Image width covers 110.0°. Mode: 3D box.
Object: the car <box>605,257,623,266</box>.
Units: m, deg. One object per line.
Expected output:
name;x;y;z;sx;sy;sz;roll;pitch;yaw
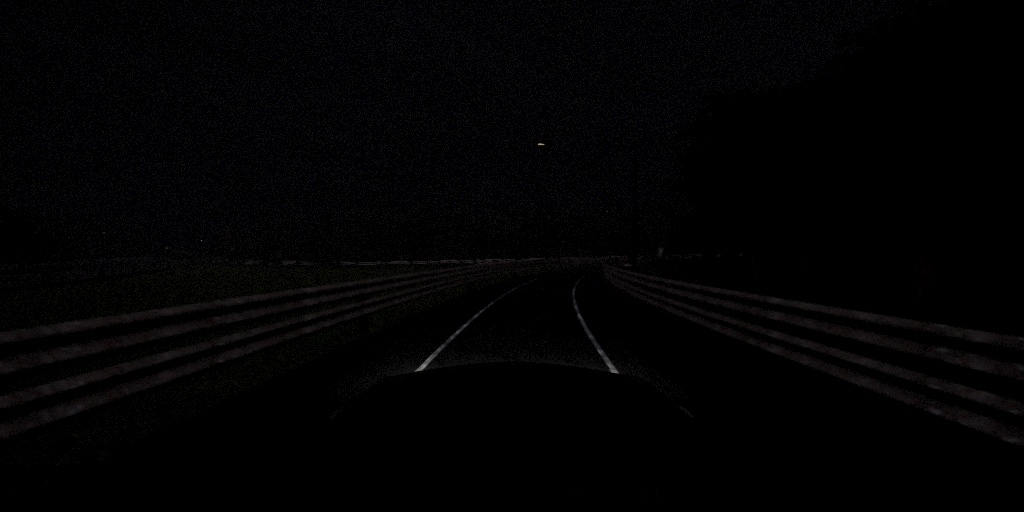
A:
car;15.707;0.845;55.185;2.128;1.511;4.902;0;1;32
